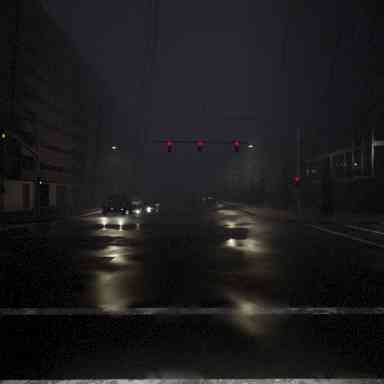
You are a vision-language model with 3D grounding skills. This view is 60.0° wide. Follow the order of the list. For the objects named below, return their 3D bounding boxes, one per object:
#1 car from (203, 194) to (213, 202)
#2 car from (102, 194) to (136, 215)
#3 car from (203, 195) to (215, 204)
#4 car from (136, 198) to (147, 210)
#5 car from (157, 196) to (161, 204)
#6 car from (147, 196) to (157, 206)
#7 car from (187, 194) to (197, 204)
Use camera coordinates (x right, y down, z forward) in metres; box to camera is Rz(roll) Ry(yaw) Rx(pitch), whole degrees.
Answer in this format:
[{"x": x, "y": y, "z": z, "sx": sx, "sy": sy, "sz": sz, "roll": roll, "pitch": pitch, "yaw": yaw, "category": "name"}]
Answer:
[{"x": 3.485, "y": 1.355, "z": 74.641, "sx": 2.097, "sy": 1.767, "sz": 4.553, "roll": 0, "pitch": 0, "yaw": 1, "category": "car"}, {"x": -7.455, "y": 1.221, "z": 33.762, "sx": 2.150, "sy": 2.045, "sz": 5.566, "roll": 0, "pitch": 0, "yaw": 0, "category": "car"}, {"x": 3.478, "y": 1.491, "z": 64.776, "sx": 2.128, "sy": 1.511, "sz": 4.902, "roll": 0, "pitch": 0, "yaw": 1, "category": "car"}, {"x": -7.440, "y": 1.526, "z": 43.556, "sx": 1.812, "sy": 1.442, "sz": 4.674, "roll": 0, "pitch": 0, "yaw": 1, "category": "car"}, {"x": -7.180, "y": 1.526, "z": 63.917, "sx": 1.812, "sy": 1.442, "sz": 4.674, "roll": 0, "pitch": 0, "yaw": 1, "category": "car"}, {"x": -7.331, "y": 1.601, "z": 53.526, "sx": 1.895, "sy": 1.301, "sz": 4.718, "roll": 0, "pitch": 0, "yaw": 1, "category": "car"}, {"x": -0.021, "y": 1.564, "z": 64.686, "sx": 1.994, "sy": 1.385, "sz": 4.181, "roll": 0, "pitch": 0, "yaw": 1, "category": "car"}]
